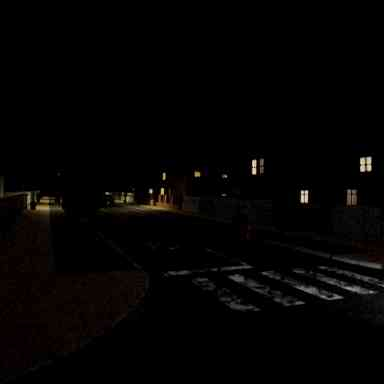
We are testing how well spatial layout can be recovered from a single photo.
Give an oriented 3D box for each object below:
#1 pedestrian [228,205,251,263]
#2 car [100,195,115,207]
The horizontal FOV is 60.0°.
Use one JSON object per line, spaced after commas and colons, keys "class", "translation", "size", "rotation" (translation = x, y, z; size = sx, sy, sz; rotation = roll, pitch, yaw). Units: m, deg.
{"class": "pedestrian", "translation": [1.470, 1.243, 10.315], "size": [0.375, 1.860, 0.375], "rotation": [3, -2, -23]}
{"class": "car", "translation": [-11.574, 1.126, 44.333], "size": [1.837, 1.490, 4.892], "rotation": [1, -1, -24]}
